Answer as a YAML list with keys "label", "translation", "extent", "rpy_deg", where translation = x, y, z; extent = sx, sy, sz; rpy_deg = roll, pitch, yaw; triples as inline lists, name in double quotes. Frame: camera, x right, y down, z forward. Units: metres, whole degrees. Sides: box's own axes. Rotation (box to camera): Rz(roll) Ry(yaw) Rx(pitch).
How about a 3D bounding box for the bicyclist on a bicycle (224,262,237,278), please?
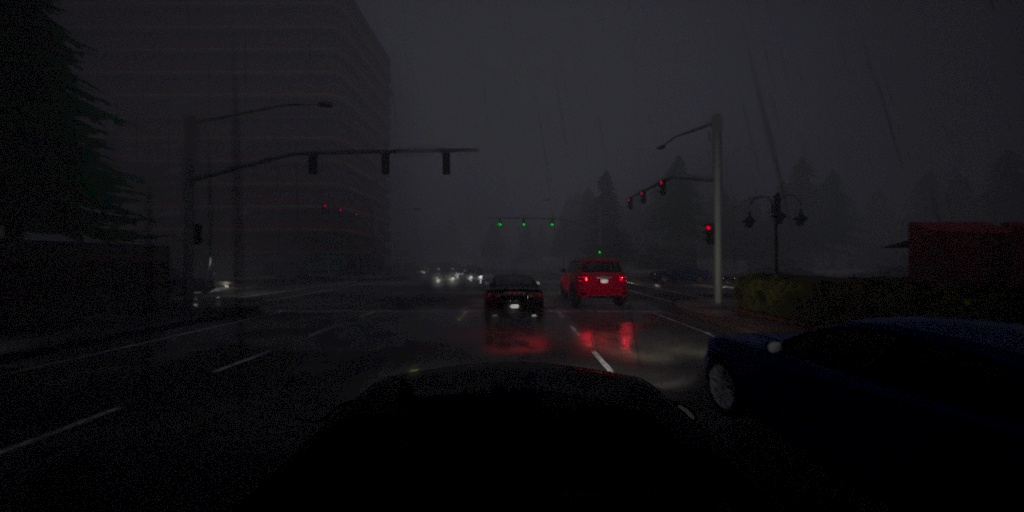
- label: "bicyclist on a bicycle"
  translation: [-28.682, 1.448, 36.558]
  extent: [0.582, 1.620, 1.656]
  rpy_deg: [0, 0, 0]

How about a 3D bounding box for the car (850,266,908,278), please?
- label: "car"
  translation: [28.992, 1.559, 27.797]
  extent: [4.902, 1.511, 2.128]
  rpy_deg: [0, -1, 0]

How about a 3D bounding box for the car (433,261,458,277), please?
- label: "car"
  translation: [-7.984, 1.508, 42.817]
  extent: [2.097, 1.767, 4.553]
  rpy_deg: [0, -1, -13]

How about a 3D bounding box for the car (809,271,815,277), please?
- label: "car"
  translation: [23.821, 1.628, 31.325]
  extent: [4.674, 1.442, 1.812]
  rpy_deg: [0, -1, 1]

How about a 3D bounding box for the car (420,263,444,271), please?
- label: "car"
  translation: [-14.049, 1.955, 62.836]
  extent: [1.895, 1.301, 4.718]
  rpy_deg: [1, -1, -42]

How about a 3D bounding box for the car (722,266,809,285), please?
- label: "car"
  translation: [19.386, 1.615, 27.877]
  extent: [5.357, 1.411, 2.033]
  rpy_deg: [0, -1, 0]

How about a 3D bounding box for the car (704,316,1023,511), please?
- label: "car"
  translation: [3.601, 1.241, 2.988]
  extent: [1.882, 1.535, 5.008]
  rpy_deg: [0, -1, 0]

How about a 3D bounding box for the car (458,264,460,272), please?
- label: "car"
  translation: [-8.300, 1.873, 54.562]
  extent: [1.895, 1.301, 4.718]
  rpy_deg: [0, -1, -29]

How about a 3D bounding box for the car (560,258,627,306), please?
- label: "car"
  translation: [3.608, 1.142, 16.742]
  extent: [2.150, 2.045, 5.566]
  rpy_deg: [0, -1, 0]

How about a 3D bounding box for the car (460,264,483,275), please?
- label: "car"
  translation: [-5.090, 1.756, 46.414]
  extent: [1.994, 1.385, 4.181]
  rpy_deg: [0, -1, -18]

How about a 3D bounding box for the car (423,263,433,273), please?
- label: "car"
  translation: [-10.801, 1.793, 51.859]
  extent: [2.033, 1.411, 5.357]
  rpy_deg: [0, -1, -27]

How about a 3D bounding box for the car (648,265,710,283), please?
- label: "car"
  translation: [14.584, 1.580, 31.439]
  extent: [5.008, 1.535, 1.882]
  rpy_deg: [0, -1, 1]

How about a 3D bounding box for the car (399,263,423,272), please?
- label: "car"
  translation: [-16.502, 1.875, 60.259]
  extent: [2.033, 1.411, 5.357]
  rpy_deg: [1, -1, -42]

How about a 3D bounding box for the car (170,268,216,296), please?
- label: "car"
  translation: [-20.233, 1.472, 21.003]
  extent: [5.008, 1.535, 1.882]
  rpy_deg: [0, -1, 0]

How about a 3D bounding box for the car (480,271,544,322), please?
- label: "car"
  translation: [0.018, 1.340, 12.898]
  extent: [1.882, 1.535, 5.008]
  rpy_deg: [0, -1, -1]
